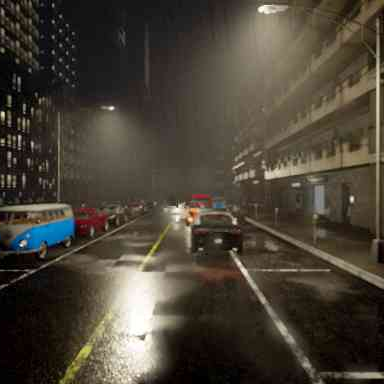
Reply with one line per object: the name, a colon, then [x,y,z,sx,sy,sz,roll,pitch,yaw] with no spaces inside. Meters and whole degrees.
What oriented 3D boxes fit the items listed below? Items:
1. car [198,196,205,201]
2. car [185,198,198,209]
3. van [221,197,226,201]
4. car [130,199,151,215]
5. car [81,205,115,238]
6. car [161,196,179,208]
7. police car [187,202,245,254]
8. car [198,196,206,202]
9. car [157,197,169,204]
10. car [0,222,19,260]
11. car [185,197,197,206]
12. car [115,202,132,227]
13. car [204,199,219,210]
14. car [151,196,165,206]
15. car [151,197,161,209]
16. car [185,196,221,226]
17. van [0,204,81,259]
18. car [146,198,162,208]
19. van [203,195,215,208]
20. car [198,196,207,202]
car: [2.528,1.718,89.740,1.752,1.417,4.829,0,0,0]
car: [-0.074,1.584,47.309,1.837,1.490,4.892,0,-1,0]
van: [2.627,1.393,34.342,1.690,1.788,3.998,0,0,0]
car: [-5.753,1.494,34.328,1.967,1.590,4.097,0,0,0]
car: [-5.723,1.569,17.759,1.887,1.381,4.507,0,0,0]
car: [-3.110,1.441,50.894,2.097,1.767,4.553,0,0,0]
police car: [0.877,1.443,13.733,1.930,1.638,5.238,0,0,0]
car: [2.539,1.701,84.217,1.752,1.417,4.829,0,0,0]
car: [-5.812,1.695,67.464,1.947,1.339,4.313,0,0,0]
car: [-5.704,1.561,6.713,2.008,1.369,4.403,0,0,0]
car: [-0.102,1.656,59.210,2.033,1.411,5.357,0,0,0]
car: [-5.733,1.599,23.282,1.947,1.339,4.313,0,0,0]
car: [2.609,1.621,45.387,1.887,1.381,4.507,0,0,0]
car: [-5.792,1.543,56.419,1.967,1.590,4.097,0,0,0]
car: [-5.772,1.628,45.372,2.008,1.369,4.403,0,0,0]
car: [0.616,1.379,23.588,2.097,1.767,4.553,0,0,0]
van: [-5.714,1.358,12.236,1.690,1.788,3.998,0,0,0]
car: [-5.782,1.641,50.896,2.008,1.369,4.403,0,0,0]
van: [2.598,1.430,50.910,1.690,1.788,3.998,0,0,0]
car: [2.550,1.724,78.525,1.947,1.339,4.313,0,0,0]
